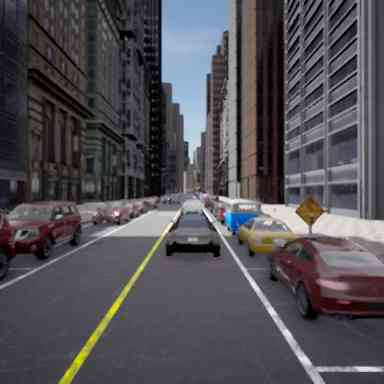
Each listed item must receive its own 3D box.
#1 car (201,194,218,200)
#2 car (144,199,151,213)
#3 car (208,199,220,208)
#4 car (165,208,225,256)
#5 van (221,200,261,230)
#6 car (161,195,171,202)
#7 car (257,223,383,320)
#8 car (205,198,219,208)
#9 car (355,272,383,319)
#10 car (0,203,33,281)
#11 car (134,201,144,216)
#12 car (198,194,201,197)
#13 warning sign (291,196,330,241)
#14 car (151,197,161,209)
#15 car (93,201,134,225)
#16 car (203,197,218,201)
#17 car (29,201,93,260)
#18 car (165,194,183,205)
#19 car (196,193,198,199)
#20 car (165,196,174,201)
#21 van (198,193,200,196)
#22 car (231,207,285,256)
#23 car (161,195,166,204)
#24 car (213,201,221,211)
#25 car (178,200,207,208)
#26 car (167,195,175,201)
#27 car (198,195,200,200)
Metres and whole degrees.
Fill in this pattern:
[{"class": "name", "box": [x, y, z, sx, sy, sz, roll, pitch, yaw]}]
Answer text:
[{"class": "car", "box": [2.768, 1.340, 46.526, 2.192, 1.841, 5.009, 0, 0, 0]}, {"class": "car", "box": [-5.758, 1.597, 35.248, 1.802, 1.307, 4.206, 0, 0, 0]}, {"class": "car", "box": [2.767, 1.561, 29.617, 2.008, 1.369, 4.403, 0, 0, 0]}, {"class": "car", "box": [0.048, 1.567, 13.160, 1.994, 1.385, 4.181, 0, 0, 0]}, {"class": "van", "box": [2.768, 1.345, 18.343, 1.690, 1.788, 3.998, 0, 0, 0]}, {"class": "car", "box": [-5.757, 1.496, 74.703, 1.967, 1.590, 4.097, 0, 0, 0]}, {"class": "car", "box": [2.766, 1.582, 7.070, 1.802, 1.307, 4.206, 0, 0, 0]}, {"class": "car", "box": [2.767, 1.580, 35.253, 1.947, 1.339, 4.313, 0, 0, 0]}, {"class": "car", "box": [2.766, 1.566, 1.433, 1.947, 1.339, 4.313, 0, 0, 0]}, {"class": "car", "box": [-5.757, 1.316, 7.067, 2.192, 1.841, 5.009, 0, 0, 0]}, {"class": "car", "box": [-5.758, 1.592, 29.611, 1.802, 1.307, 4.206, 0, 0, 0]}, {"class": "car", "box": [2.768, 1.574, 69.243, 1.752, 1.417, 4.829, 0, 0, 0]}, {"class": "warning sign", "box": [5.064, 1.117, 14.331, 1.300, 1.860, 1.060, 0, 0, 0]}, {"class": "car", "box": [-5.758, 1.607, 46.521, 1.802, 1.307, 4.206, 0, 0, 0]}, {"class": "car", "box": [-5.758, 1.447, 23.975, 1.967, 1.590, 4.097, 0, 0, 0]}, {"class": "car", "box": [2.767, 1.586, 40.889, 1.947, 1.339, 4.313, 0, 0, 0]}, {"class": "car", "box": [-5.757, 1.317, 12.704, 2.192, 1.841, 5.009, 0, 0, 0]}, {"class": "car", "box": [-3.053, 1.600, 58.236, 1.994, 1.385, 4.181, 0, 0, 1]}, {"class": "car", "box": [2.769, 1.512, 85.983, 1.967, 1.590, 4.097, 0, 0, 0]}, {"class": "car", "box": [-5.757, 1.638, 85.974, 1.947, 1.339, 4.313, 0, 0, 0]}, {"class": "van", "box": [2.769, 1.397, 74.710, 1.690, 1.788, 3.998, 0, 0, 0]}, {"class": "car", "box": [2.767, 1.527, 12.877, 1.752, 1.417, 4.829, 0, 0, 0]}, {"class": "car", "box": [-5.757, 1.608, 63.430, 1.947, 1.339, 4.313, 0, 0, 0]}, {"class": "car", "box": [2.767, 1.588, 23.979, 1.802, 1.307, 4.206, 0, 0, 0]}, {"class": "car", "box": [0.041, 1.610, 27.294, 1.895, 1.301, 4.718, 0, 0, 0]}, {"class": "car", "box": [-5.757, 1.625, 91.611, 1.887, 1.381, 4.507, 0, 0, 0]}, {"class": "car", "box": [2.768, 1.593, 63.437, 2.008, 1.369, 4.403, 0, 0, 0]}]
